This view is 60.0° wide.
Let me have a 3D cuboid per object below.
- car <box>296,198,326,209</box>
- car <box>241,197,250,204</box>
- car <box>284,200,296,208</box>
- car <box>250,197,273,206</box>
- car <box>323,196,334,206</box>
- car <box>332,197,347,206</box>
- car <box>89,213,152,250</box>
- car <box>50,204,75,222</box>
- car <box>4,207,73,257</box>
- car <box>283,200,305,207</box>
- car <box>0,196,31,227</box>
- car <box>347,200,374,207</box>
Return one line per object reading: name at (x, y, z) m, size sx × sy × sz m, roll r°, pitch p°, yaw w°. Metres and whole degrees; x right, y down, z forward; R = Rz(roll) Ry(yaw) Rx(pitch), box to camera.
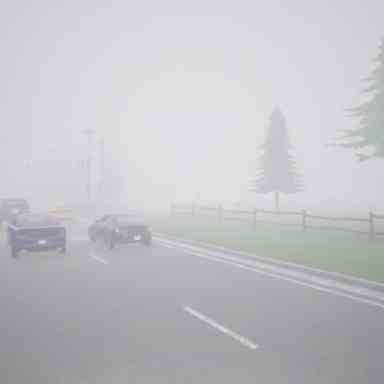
car at (21.107, 2.235, 59.104) m, size 4.181 × 1.385 × 1.994 m, roll 0°, pitch -1°, yaw -32°
car at (13.901, 2.062, 76.421) m, size 5.566 × 2.045 × 2.150 m, roll 0°, pitch -1°, yaw -32°
car at (19.238, 2.208, 62.064) m, size 4.892 × 1.490 × 1.837 m, roll 0°, pitch -1°, yaw -32°
car at (15.760, 2.164, 73.454) m, size 4.553 × 1.767 × 2.097 m, roll 0°, pitch -1°, yaw -32°
car at (30.923, 2.006, 73.286) m, size 5.566 × 2.045 × 2.150 m, roll 0°, pitch -1°, yaw -31°
car at (32.687, 2.291, 70.260) m, size 5.357 × 1.411 × 2.033 m, roll 0°, pitch -1°, yaw -31°
car at (-3.380, 1.687, 15.376) m, size 1.812 × 1.442 × 4.674 m, roll 0°, pitch 0°, yaw -31°
car at (-11.318, 1.767, 28.511) m, size 1.882 × 1.535 × 5.008 m, roll 0°, pitch 0°, yaw -29°
car at (-6.541, 1.617, 13.839) m, size 1.882 × 1.535 × 5.008 m, roll 0°, pitch 0°, yaw -31°
car at (20.603, 2.299, 67.042) m, size 4.181 × 1.385 × 1.994 m, roll 0°, pitch -1°, yaw -31°
car at (-13.502, 1.476, 25.214) m, size 2.150 × 2.045 × 5.566 m, roll 0°, pitch 0°, yaw -30°
car at (34.478, 2.262, 67.253) m, size 5.357 × 1.411 × 2.033 m, roll 0°, pitch -1°, yaw -31°
